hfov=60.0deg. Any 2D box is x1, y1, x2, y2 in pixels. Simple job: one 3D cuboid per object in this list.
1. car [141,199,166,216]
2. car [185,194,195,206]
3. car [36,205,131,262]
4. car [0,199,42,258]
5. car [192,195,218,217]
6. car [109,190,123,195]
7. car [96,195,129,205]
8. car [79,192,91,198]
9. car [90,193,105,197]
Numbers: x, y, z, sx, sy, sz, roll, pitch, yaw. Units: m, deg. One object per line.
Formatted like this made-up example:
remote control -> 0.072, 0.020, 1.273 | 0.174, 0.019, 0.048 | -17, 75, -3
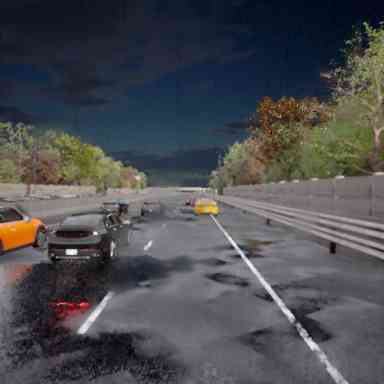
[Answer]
car -> -3.411, 1.334, 30.107 | 2.128, 1.511, 4.902 | 0, 0, 0
car -> -0.012, 1.362, 49.545 | 1.895, 1.301, 4.718 | 0, 0, 0
car -> -3.404, 1.437, 11.827 | 1.837, 1.490, 4.892 | 0, 0, 0
car -> -6.905, 1.285, 11.538 | 2.097, 1.767, 4.553 | 0, 0, 0
car -> 1.214, 1.322, 29.873 | 1.882, 1.535, 5.008 | 0, 0, 0
car -> -17.529, 0.603, 76.918 | 2.150, 2.045, 5.566 | 0, 0, 0
car -> -6.911, 1.334, 30.099 | 2.128, 1.511, 4.902 | 0, 0, 0
car -> -24.530, 0.733, 76.976 | 2.097, 1.767, 4.553 | 0, 0, 0
car -> -21.029, 0.928, 76.118 | 1.882, 1.535, 5.008 | 0, 0, 0
